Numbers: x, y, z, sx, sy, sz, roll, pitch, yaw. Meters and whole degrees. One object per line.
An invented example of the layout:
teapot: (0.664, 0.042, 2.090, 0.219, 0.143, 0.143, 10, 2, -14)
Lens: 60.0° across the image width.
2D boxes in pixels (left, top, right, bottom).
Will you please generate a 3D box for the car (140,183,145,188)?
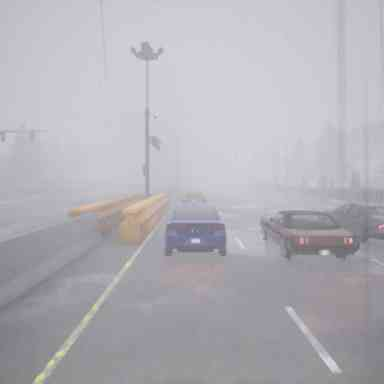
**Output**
car: (-13.576, -1.715, 91.305, 1.895, 1.301, 4.718, 0, 2, 0)

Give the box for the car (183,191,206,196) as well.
car: (0.188, 0.620, 27.674, 1.994, 1.385, 4.181, 0, 2, 0)

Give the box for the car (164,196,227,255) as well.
car: (0.114, 1.124, 11.779, 1.882, 1.535, 5.008, 0, 2, 0)

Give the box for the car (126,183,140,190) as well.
car: (-13.658, -1.205, 75.763, 1.812, 1.442, 4.674, 0, 2, 0)

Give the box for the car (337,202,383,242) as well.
car: (7.119, 1.121, 13.716, 2.033, 1.411, 5.357, 0, 2, 0)

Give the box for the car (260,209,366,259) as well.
car: (3.611, 1.268, 11.214, 1.895, 1.301, 4.718, 0, 2, 0)
